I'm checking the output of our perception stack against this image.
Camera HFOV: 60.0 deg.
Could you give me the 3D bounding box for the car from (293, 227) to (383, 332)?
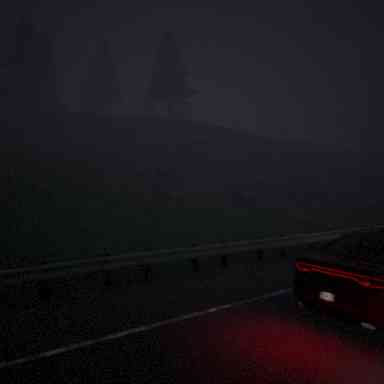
[{"bbox_3d":[4.121,1.431,6.483,5.008,1.535,1.882,0,0,-34],"label":"car"}]
